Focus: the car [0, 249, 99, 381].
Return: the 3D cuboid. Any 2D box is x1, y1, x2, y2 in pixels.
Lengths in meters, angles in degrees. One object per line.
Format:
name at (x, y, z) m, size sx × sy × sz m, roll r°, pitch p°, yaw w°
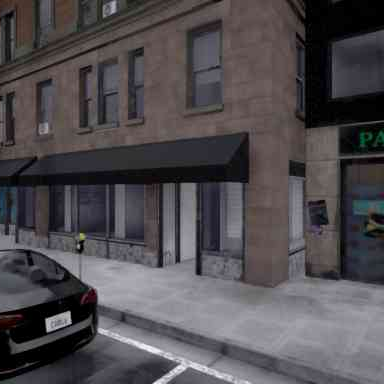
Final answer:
car at (-3.266, 1.566, 5.138) m, size 4.313 × 1.339 × 1.947 m, roll 0°, pitch 0°, yaw 36°
